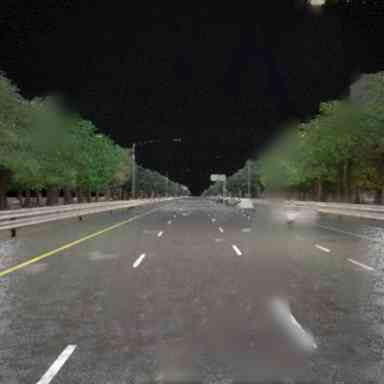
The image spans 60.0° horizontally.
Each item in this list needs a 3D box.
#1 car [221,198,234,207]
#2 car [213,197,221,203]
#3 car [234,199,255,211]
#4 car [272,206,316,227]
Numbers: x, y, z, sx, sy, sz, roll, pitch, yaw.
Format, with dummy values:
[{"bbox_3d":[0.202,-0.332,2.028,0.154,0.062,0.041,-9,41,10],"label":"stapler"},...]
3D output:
[{"bbox_3d":[7.202,1.932,61.599,2.128,1.511,4.902,0,-1,0],"label":"car"},{"bbox_3d":[7.452,2.280,91.737,1.837,1.490,4.892,0,-1,1],"label":"car"},{"bbox_3d":[7.104,1.786,44.508,1.812,1.442,4.674,0,-1,0],"label":"car"},{"bbox_3d":[7.028,1.675,23.486,1.895,1.301,4.718,0,0,0],"label":"car"}]
